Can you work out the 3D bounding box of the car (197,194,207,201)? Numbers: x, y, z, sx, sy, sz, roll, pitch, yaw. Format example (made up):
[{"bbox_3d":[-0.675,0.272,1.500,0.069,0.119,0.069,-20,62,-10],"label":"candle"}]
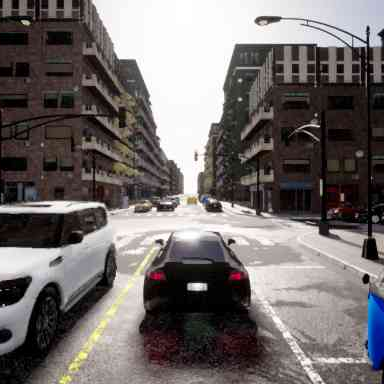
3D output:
[{"bbox_3d":[2.553,1.355,85.095,2.192,1.841,5.009,1,0,0],"label":"car"}]

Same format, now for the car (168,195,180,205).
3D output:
[{"bbox_3d":[-3.186,1.498,49.651,1.882,1.535,5.008,0,0,0],"label":"car"}]

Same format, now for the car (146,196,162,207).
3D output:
[{"bbox_3d":[-5.768,1.461,51.225,1.967,1.590,4.097,1,0,0],"label":"car"}]

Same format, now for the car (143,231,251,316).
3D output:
[{"bbox_3d":[0.087,1.566,7.610,1.994,1.385,4.181,0,0,0],"label":"car"}]

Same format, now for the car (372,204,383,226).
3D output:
[{"bbox_3d":[13.502,1.584,19.778,4.313,1.339,1.947,0,-1,1],"label":"car"}]

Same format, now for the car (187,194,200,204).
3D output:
[{"bbox_3d":[-0.016,1.505,64.360,1.882,1.535,5.008,0,0,0],"label":"car"}]

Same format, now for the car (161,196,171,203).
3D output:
[{"bbox_3d":[-5.810,1.578,73.795,1.887,1.381,4.507,1,0,0],"label":"car"}]

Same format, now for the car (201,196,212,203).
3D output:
[{"bbox_3d":[2.620,1.569,45.598,2.008,1.369,4.403,1,0,0],"label":"car"}]

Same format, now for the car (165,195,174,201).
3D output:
[{"bbox_3d":[-5.831,1.591,85.080,2.008,1.369,4.403,1,0,0],"label":"car"}]

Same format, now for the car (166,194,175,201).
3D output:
[{"bbox_3d":[-5.839,1.484,90.724,1.967,1.590,4.097,1,0,0],"label":"car"}]

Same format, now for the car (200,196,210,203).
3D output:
[{"bbox_3d":[2.580,1.555,68.338,1.752,1.417,4.829,1,0,0],"label":"car"}]

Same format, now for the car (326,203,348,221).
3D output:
[{"bbox_3d":[13.591,1.609,28.160,4.097,1.590,1.967,0,-1,1],"label":"car"}]

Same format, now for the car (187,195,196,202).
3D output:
[{"bbox_3d":[-0.146,1.562,80.485,2.128,1.511,4.902,0,0,0],"label":"car"}]

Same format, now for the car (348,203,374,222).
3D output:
[{"bbox_3d":[15.063,1.636,25.552,4.892,1.490,1.837,0,-1,0],"label":"car"}]

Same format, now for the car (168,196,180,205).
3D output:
[{"bbox_3d":[-3.178,1.503,60.028,1.882,1.535,5.008,0,0,0],"label":"car"}]

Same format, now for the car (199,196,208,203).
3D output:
[{"bbox_3d":[2.569,1.615,73.810,1.802,1.307,4.206,1,0,0],"label":"car"}]

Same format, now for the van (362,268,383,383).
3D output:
[{"bbox_3d":[2.670,1.342,2.008,1.690,1.788,3.998,1,0,0],"label":"van"}]

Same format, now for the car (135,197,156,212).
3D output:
[{"bbox_3d":[-5.748,1.541,39.769,1.752,1.417,4.829,1,0,0],"label":"car"}]

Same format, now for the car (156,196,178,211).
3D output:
[{"bbox_3d":[-3.173,1.580,40.934,1.994,1.385,4.181,0,0,0],"label":"car"}]

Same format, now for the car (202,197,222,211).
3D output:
[{"bbox_3d":[2.631,1.581,39.955,1.947,1.339,4.313,1,0,0],"label":"car"}]

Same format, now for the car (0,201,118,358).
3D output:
[{"bbox_3d":[-3.012,1.225,6.389,2.150,2.045,5.566,0,0,1],"label":"car"}]

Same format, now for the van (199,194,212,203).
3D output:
[{"bbox_3d":[2.604,1.365,56.882,1.690,1.788,3.998,1,0,0],"label":"van"}]

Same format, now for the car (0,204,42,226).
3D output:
[{"bbox_3d":[-12.960,1.519,22.488,4.718,1.301,1.895,0,-1,3],"label":"car"}]
